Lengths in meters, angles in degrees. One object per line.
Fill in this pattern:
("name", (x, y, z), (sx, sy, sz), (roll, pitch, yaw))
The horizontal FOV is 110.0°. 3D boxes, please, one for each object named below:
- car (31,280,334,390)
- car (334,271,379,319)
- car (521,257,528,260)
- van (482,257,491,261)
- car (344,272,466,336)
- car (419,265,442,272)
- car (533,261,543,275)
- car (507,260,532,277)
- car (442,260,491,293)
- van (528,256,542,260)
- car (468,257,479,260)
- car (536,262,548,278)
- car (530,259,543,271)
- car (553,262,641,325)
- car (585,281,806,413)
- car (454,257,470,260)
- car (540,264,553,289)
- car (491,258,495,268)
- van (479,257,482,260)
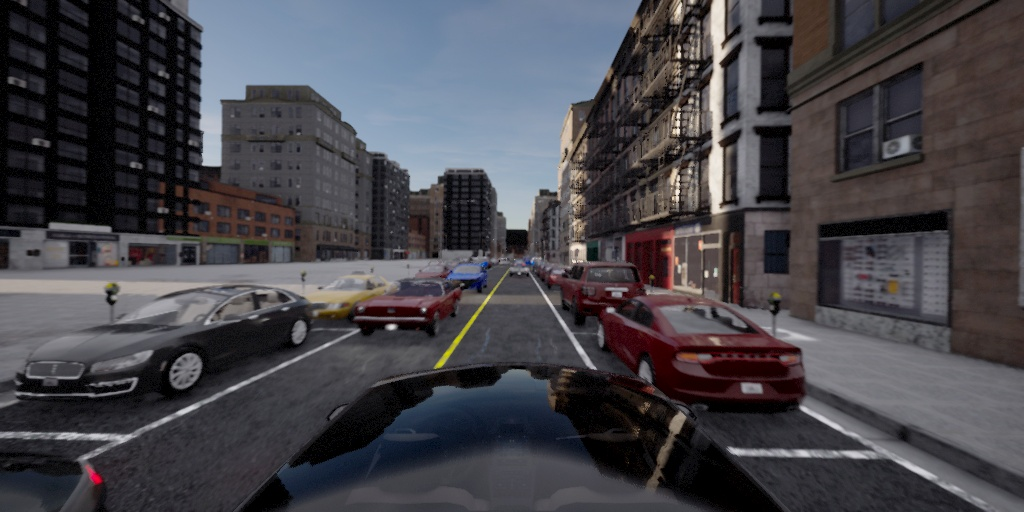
("car", (-5.332, 1.234, 6.352), (2.007, 1.370, 4.403), (0, 0, 1))
("car", (-5.226, 1.210, 11.861), (1.751, 1.417, 4.829), (0, 0, 1))
("car", (1.024, 1.290, 51.168), (1.812, 1.442, 4.674), (1, 0, 1))
("van", (-4.461, 1.036, 51.783), (1.690, 1.789, 3.998), (0, 0, 1))
("car", (-2.711, 1.317, 10.380), (1.895, 1.301, 4.718), (1, 0, 1))
("car", (-5.005, 1.232, 23.389), (1.888, 1.381, 4.507), (0, 0, 1))
("car", (3.235, 1.372, 34.592), (1.802, 1.307, 4.207), (0, 0, 1))
("car", (0.738, 1.360, 36.132), (1.895, 1.301, 4.718), (1, 0, 1))
("car", (-2.495, 1.196, 20.902), (1.882, 1.535, 5.008), (1, 0, 1))
("van", (3.562, 1.137, 51.629), (1.690, 1.789, 3.998), (0, 0, 1))
("car", (-4.788, 1.004, 34.747), (2.192, 1.841, 5.009), (0, 0, 1))
("car", (3.126, 1.371, 28.914), (1.802, 1.307, 4.207), (0, 0, 1))
("car", (3.344, 1.343, 40.271), (2.007, 1.370, 4.403), (0, 0, 1))
("car", (2.800, 1.100, 11.877), (2.192, 1.841, 5.009), (0, 0, 1))
("car", (2.691, 1.329, 6.198), (1.888, 1.381, 4.507), (0, 0, 1))
("car", (-4.897, 1.128, 29.068), (1.967, 1.591, 4.097), (0, 0, 1))
("car", (3.018, 1.369, 23.235), (1.802, 1.307, 4.207), (0, 0, 1))
("car", (-4.352, 1.012, 57.463), (2.192, 1.841, 5.009), (0, 0, 1))
("van", (-4.679, 1.032, 40.426), (1.690, 1.789, 3.998), (0, 0, 1))
